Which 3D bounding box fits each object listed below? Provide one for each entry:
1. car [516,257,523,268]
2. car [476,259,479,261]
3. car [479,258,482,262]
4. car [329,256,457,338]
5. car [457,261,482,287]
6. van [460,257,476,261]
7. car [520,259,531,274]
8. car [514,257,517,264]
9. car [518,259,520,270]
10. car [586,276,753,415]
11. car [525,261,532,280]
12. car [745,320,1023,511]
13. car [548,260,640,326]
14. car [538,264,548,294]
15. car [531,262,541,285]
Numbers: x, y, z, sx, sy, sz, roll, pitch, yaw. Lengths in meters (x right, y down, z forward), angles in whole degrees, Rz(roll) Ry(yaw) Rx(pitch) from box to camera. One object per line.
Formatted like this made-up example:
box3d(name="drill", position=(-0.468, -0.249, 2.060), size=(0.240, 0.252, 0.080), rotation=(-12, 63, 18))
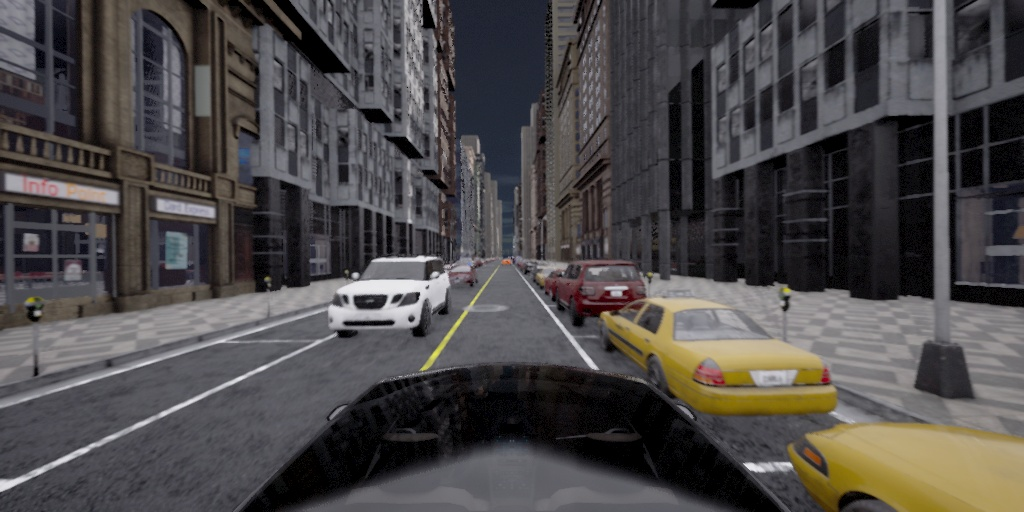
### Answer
box3d(name="car", position=(2.002, 1.190, 50.726), size=(1.967, 1.591, 4.097), rotation=(0, 0, -1))
box3d(name="car", position=(-6.609, 1.373, 56.004), size=(1.751, 1.417, 4.829), rotation=(0, 0, -1))
box3d(name="car", position=(-6.703, 1.435, 61.775), size=(1.802, 1.307, 4.207), rotation=(0, 0, -1))
box3d(name="car", position=(-3.224, 1.010, 10.738), size=(2.150, 2.045, 5.566), rotation=(-1, 0, 0))
box3d(name="car", position=(-3.425, 1.322, 24.857), size=(1.812, 1.442, 4.674), rotation=(-1, 0, 0))
box3d(name="van", position=(-6.522, 1.184, 50.573), size=(1.690, 1.789, 3.998), rotation=(0, 0, -1))
box3d(name="car", position=(2.183, 1.308, 39.524), size=(1.948, 1.339, 4.313), rotation=(0, 0, -1))
box3d(name="car", position=(1.821, 1.200, 61.928), size=(1.967, 1.591, 4.097), rotation=(0, 0, -1))
box3d(name="car", position=(2.092, 1.328, 45.126), size=(1.802, 1.307, 4.207), rotation=(0, 0, -1))
box3d(name="car", position=(2.723, 1.247, 6.088), size=(1.751, 1.417, 4.829), rotation=(0, 0, -1))
box3d(name="car", position=(2.364, 1.285, 28.322), size=(2.007, 1.370, 4.403), rotation=(0, 0, -1))
box3d(name="car", position=(2.814, 1.244, 0.487), size=(1.751, 1.417, 4.829), rotation=(0, 0, -1))
box3d(name="car", position=(2.636, 1.039, 11.519), size=(2.192, 1.841, 5.009), rotation=(0, 0, -1))
box3d(name="car", position=(2.545, 1.273, 17.120), size=(1.888, 1.381, 4.507), rotation=(0, 0, -1))
box3d(name="car", position=(2.452, 1.256, 22.892), size=(1.751, 1.417, 4.829), rotation=(0, 0, -1))
